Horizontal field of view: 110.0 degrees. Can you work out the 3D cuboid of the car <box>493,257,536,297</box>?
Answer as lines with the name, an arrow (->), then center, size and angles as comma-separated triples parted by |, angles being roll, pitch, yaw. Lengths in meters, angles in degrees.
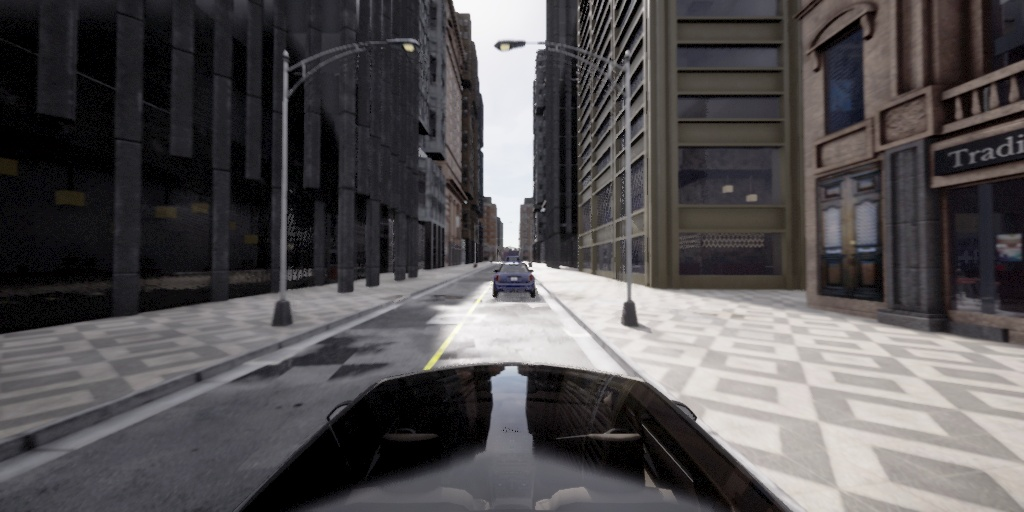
car -> 0.104, 1.117, 19.215 | 2.097, 1.767, 4.553 | 0, 0, 0
